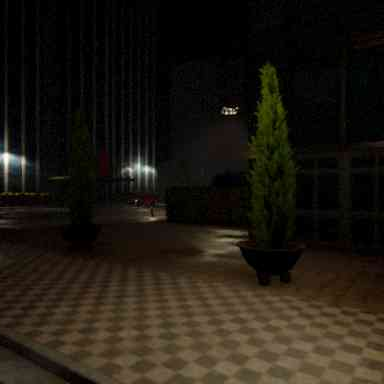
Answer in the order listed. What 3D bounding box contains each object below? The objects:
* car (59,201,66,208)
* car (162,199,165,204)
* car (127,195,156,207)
[{"bbox_3d":[-15.446,1.406,44.856,1.882,1.535,5.008,0,0,35],"label":"car"},{"bbox_3d":[-3.501,1.533,61.799,1.895,1.301,4.718,0,0,35],"label":"car"},{"bbox_3d":[-7.583,1.287,49.983,2.097,1.767,4.553,0,0,35],"label":"car"}]
